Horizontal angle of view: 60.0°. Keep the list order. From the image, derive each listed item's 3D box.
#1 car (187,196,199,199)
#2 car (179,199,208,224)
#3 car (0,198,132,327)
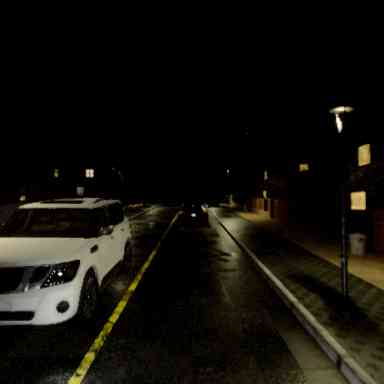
[{"bbox_3d":[0.118,1.312,40.396,1.837,1.490,4.892,0,1,0],"label":"car"},{"bbox_3d":[0.110,1.441,23.333,1.994,1.385,4.181,0,0,0],"label":"car"},{"bbox_3d":[-2.746,1.180,7.278,2.150,2.045,5.566,0,0,0],"label":"car"}]
